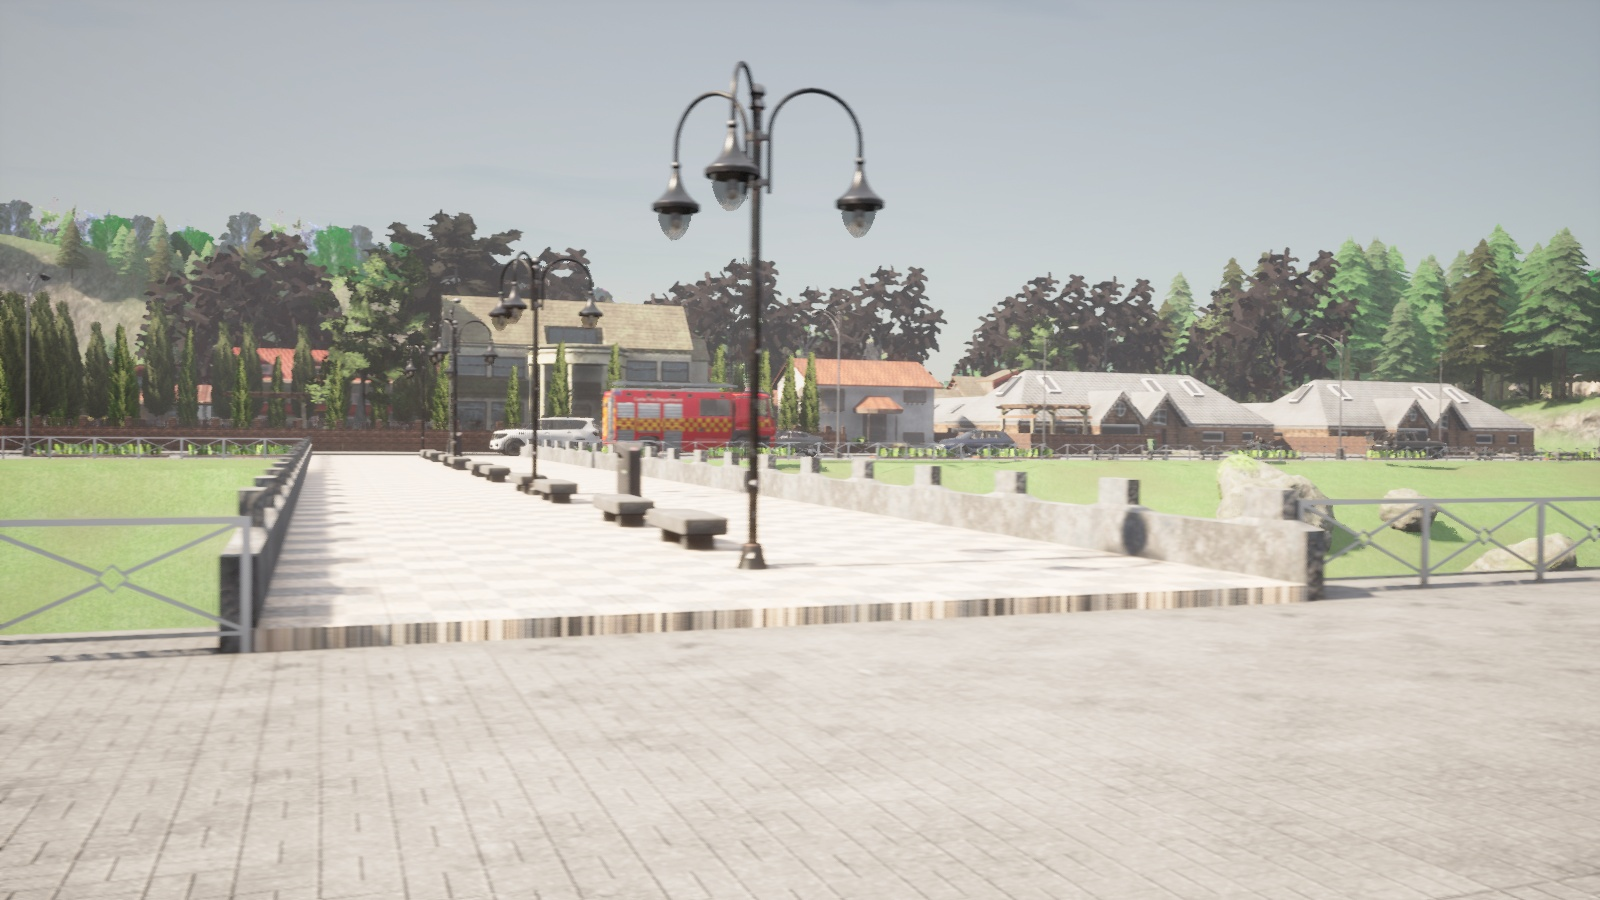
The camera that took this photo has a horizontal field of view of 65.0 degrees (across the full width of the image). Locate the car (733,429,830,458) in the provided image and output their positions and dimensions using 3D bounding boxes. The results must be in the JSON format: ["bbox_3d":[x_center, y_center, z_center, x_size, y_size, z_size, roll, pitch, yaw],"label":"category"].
[{"bbox_3d":[-1.043,-0.363,69.346,4.902,1.511,2.128,-1,1,-21],"label":"car"}]

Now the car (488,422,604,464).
[{"bbox_3d":[-13.107,-0.395,64.766,5.566,2.045,2.150,-1,1,-21],"label":"car"}]

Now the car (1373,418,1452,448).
[{"bbox_3d":[39.164,-1.116,80.321,4.605,1.855,1.932,-1,1,-21],"label":"car"}]

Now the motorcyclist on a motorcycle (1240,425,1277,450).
[{"bbox_3d":[29.528,-0.803,80.946,2.191,1.530,0.866,-1,1,-21],"label":"motorcyclist on a motorcycle"}]

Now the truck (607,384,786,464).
[{"bbox_3d":[-5.220,-1.343,63.470,8.468,3.827,2.891,-1,1,-21],"label":"truck"}]

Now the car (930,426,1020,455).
[{"bbox_3d":[10.257,-0.581,73.633,4.856,1.649,2.033,-1,1,-21],"label":"car"}]
